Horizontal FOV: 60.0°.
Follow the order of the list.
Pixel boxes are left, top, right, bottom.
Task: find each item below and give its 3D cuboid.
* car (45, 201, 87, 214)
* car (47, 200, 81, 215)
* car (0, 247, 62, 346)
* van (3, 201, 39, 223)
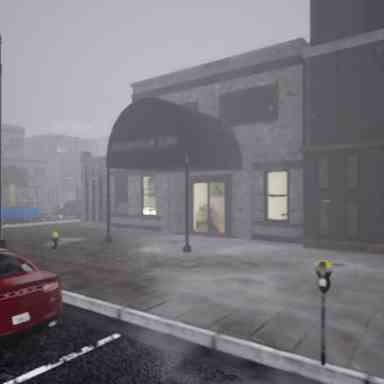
[{"bbox_3d":[-15.838,1.894,42.151,1.752,1.417,4.829,0,0,35],"label":"car"},{"bbox_3d":[-14.324,1.713,39.796,2.097,1.767,4.553,0,0,35],"label":"car"},{"bbox_3d":[-4.133,1.602,5.813,4.507,1.381,1.887,-1,0,35],"label":"car"},{"bbox_3d":[-15.232,1.664,28.424,1.690,1.788,3.998,0,0,35],"label":"van"}]
